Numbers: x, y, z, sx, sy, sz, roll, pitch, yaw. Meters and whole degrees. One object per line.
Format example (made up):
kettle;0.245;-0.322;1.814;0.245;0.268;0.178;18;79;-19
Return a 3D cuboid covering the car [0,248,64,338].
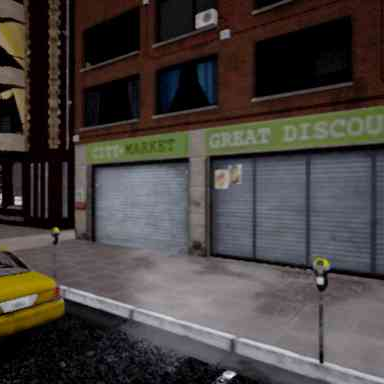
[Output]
car;-4.244;1.481;5.903;4.829;1.417;1.752;0;0;35
